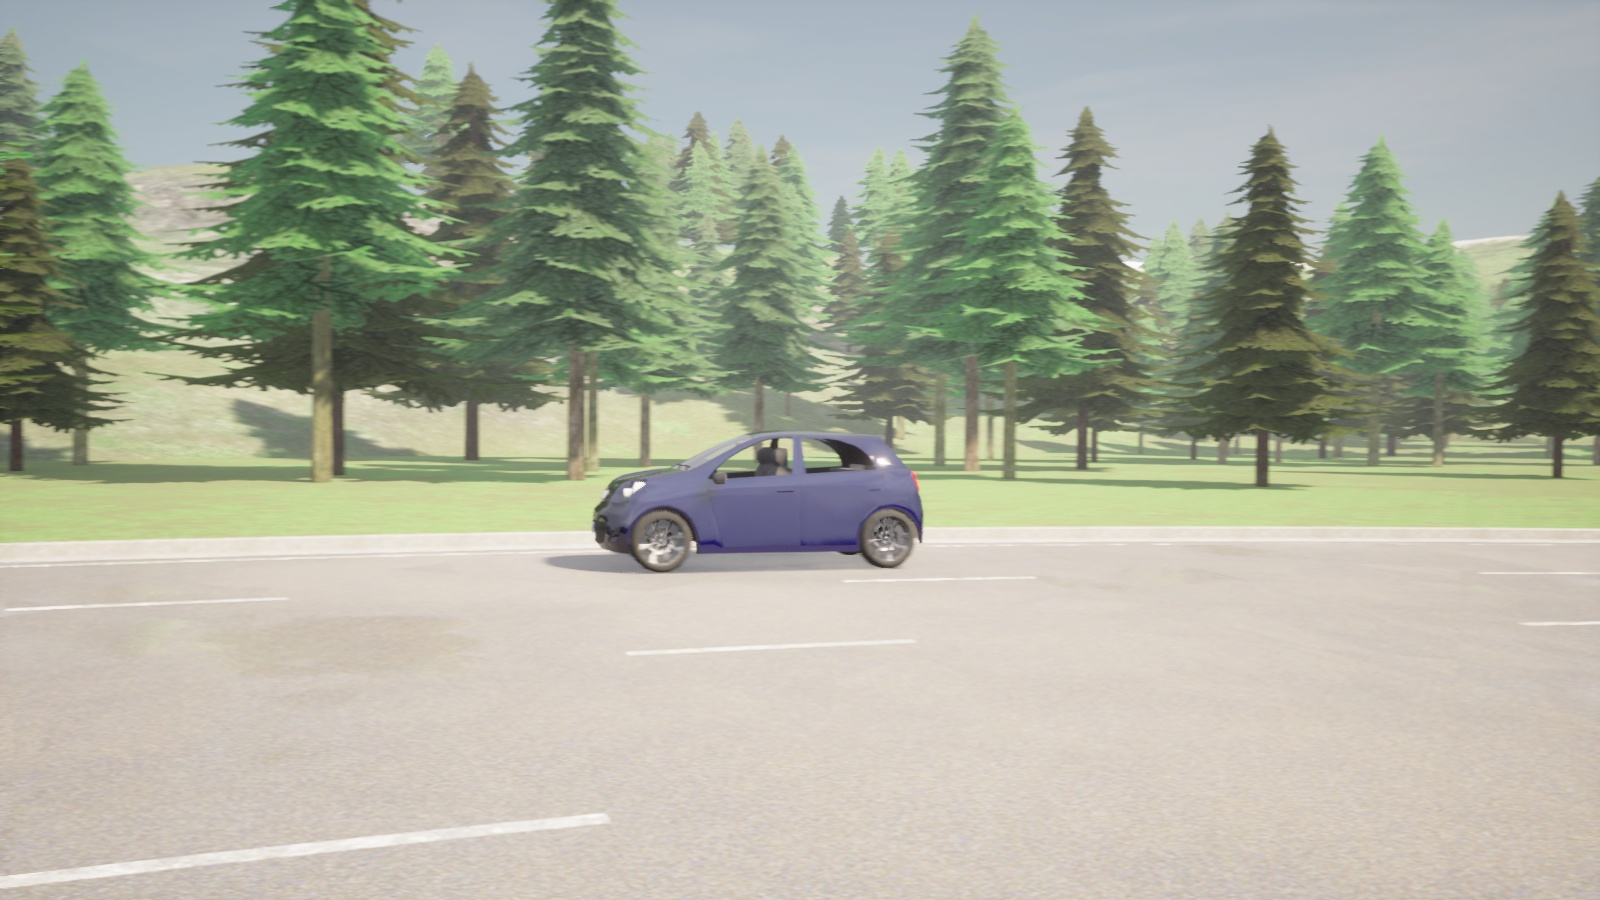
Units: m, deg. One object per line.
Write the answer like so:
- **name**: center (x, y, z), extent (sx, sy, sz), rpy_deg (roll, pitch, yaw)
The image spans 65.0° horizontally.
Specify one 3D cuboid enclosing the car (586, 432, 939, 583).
- **car**: center (-0.475, 0.566, 14.144), extent (3.633, 1.501, 1.845), rpy_deg (-1, 1, -15)
